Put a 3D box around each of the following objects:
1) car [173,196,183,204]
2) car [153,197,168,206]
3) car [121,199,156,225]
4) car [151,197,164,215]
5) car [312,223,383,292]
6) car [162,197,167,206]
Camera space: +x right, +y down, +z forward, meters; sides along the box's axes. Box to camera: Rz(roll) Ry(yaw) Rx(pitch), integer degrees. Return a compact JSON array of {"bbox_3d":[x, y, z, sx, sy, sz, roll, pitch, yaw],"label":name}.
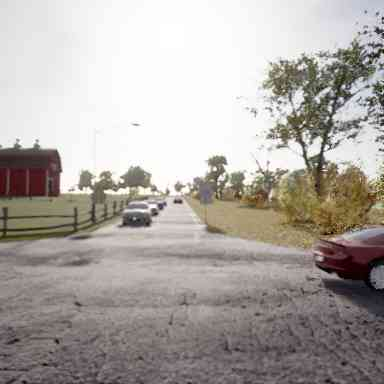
[{"bbox_3d":[-2.773,1.573,66.054,1.994,1.385,4.181,0,0,-2],"label":"car"},{"bbox_3d":[-5.026,1.546,53.646,1.994,1.385,4.181,0,0,-2],"label":"car"},{"bbox_3d":[-3.864,1.477,23.927,1.837,1.490,4.892,0,0,-4],"label":"car"},{"bbox_3d":[-4.296,1.520,33.705,2.033,1.411,5.357,0,0,-2],"label":"car"},{"bbox_3d":[5.756,1.601,8.669,5.008,1.535,1.882,1,-1,-3],"label":"car"},{"bbox_3d":[-4.688,1.454,43.600,1.882,1.535,5.008,0,0,-2],"label":"car"}]
